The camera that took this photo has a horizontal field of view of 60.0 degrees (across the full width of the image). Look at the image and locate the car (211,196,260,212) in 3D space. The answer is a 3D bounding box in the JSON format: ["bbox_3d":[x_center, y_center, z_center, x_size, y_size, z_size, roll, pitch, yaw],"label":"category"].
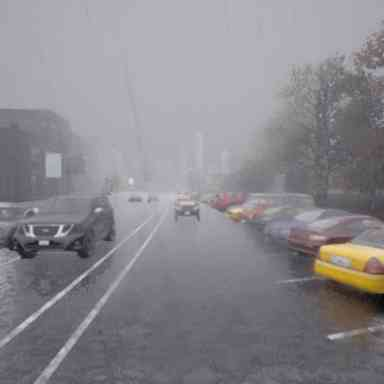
[{"bbox_3d":[4.475,1.188,34.352,4.674,1.452,2.002,1,1,-23],"label":"car"}]

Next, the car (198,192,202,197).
[{"bbox_3d":[3.782,1.078,46.208,4.792,1.488,2.163,1,1,-24],"label":"car"}]

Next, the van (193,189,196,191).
[{"bbox_3d":[3.069,0.740,58.127,4.442,1.987,1.878,1,0,-25],"label":"van"}]

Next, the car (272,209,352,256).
[{"bbox_3d":[5.211,1.426,10.643,4.674,1.452,2.002,1,0,-21],"label":"car"}]

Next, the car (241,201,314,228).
[{"bbox_3d":[5.101,1.363,16.544,4.674,1.452,2.002,1,0,-22],"label":"car"}]

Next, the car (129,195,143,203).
[{"bbox_3d":[-9.134,1.126,54.346,1.895,1.301,4.718,0,0,-4],"label":"car"}]

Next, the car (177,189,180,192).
[{"bbox_3d":[-0.366,0.378,90.578,5.566,2.045,2.435,0,2,-27],"label":"car"}]

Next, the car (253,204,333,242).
[{"bbox_3d":[5.145,1.395,13.590,4.674,1.452,2.002,0,1,-21],"label":"car"}]

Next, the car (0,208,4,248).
[{"bbox_3d":[-7.218,1.368,13.499,2.128,1.511,4.902,0,1,-1],"label":"car"}]

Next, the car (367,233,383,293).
[{"bbox_3d":[5.282,1.443,4.703,5.008,1.535,2.097,1,0,-21],"label":"car"}]

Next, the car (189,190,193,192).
[{"bbox_3d":[2.474,0.928,63.992,5.008,1.535,2.097,1,1,-25],"label":"car"}]

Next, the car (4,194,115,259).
[{"bbox_3d":[-4.392,1.106,12.508,2.150,2.045,5.566,0,1,-1],"label":"car"}]

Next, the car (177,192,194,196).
[{"bbox_3d":[-1.151,1.084,41.423,1.882,1.535,5.008,0,1,-3],"label":"car"}]

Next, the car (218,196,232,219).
[{"bbox_3d":[4.768,1.256,22.410,5.366,1.575,1.946,1,1,-22],"label":"car"}]

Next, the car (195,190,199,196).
[{"bbox_3d":[3.379,0.879,52.141,4.553,1.767,2.185,1,0,-24],"label":"car"}]

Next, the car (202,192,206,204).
[{"bbox_3d":[4.175,1.098,40.285,4.892,1.521,2.231,1,1,-23],"label":"car"}]

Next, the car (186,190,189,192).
[{"bbox_3d":[2.090,0.891,69.995,5.366,1.575,1.946,1,0,-26],"label":"car"}]

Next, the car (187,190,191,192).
[{"bbox_3d":[2.192,0.910,66.956,5.008,1.535,2.097,1,0,-25],"label":"car"}]

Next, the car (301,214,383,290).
[{"bbox_3d":[5.436,1.414,7.738,5.366,1.575,1.946,1,0,-21],"label":"car"}]

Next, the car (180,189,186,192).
[{"bbox_3d":[0.725,0.544,81.753,5.566,2.045,2.435,0,1,-27],"label":"car"}]

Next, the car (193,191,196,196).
[{"bbox_3d":[3.200,0.984,55.109,5.008,1.535,2.097,1,1,-25],"label":"car"}]

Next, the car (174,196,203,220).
[{"bbox_3d":[-0.396,1.275,25.377,1.812,1.442,4.674,0,0,-2],"label":"car"}]

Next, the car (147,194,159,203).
[{"bbox_3d":[-6.343,1.064,54.789,2.033,1.411,5.357,0,0,-4],"label":"car"}]

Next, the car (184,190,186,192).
[{"bbox_3d":[1.329,0.855,75.826,5.008,1.535,2.097,0,0,-26],"label":"car"}]

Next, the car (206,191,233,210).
[{"bbox_3d":[4.635,0.923,31.399,5.566,2.045,2.435,1,0,-23],"label":"car"}]

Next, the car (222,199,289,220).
[{"bbox_3d":[4.842,1.271,25.450,4.674,1.452,2.002,0,1,-22],"label":"car"}]

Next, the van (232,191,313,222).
[{"bbox_3d":[4.923,1.065,19.463,4.442,1.987,1.878,1,1,-22],"label":"van"}]

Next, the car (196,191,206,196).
[{"bbox_3d":[3.610,1.026,49.186,5.008,1.535,2.097,1,0,-24],"label":"car"}]
